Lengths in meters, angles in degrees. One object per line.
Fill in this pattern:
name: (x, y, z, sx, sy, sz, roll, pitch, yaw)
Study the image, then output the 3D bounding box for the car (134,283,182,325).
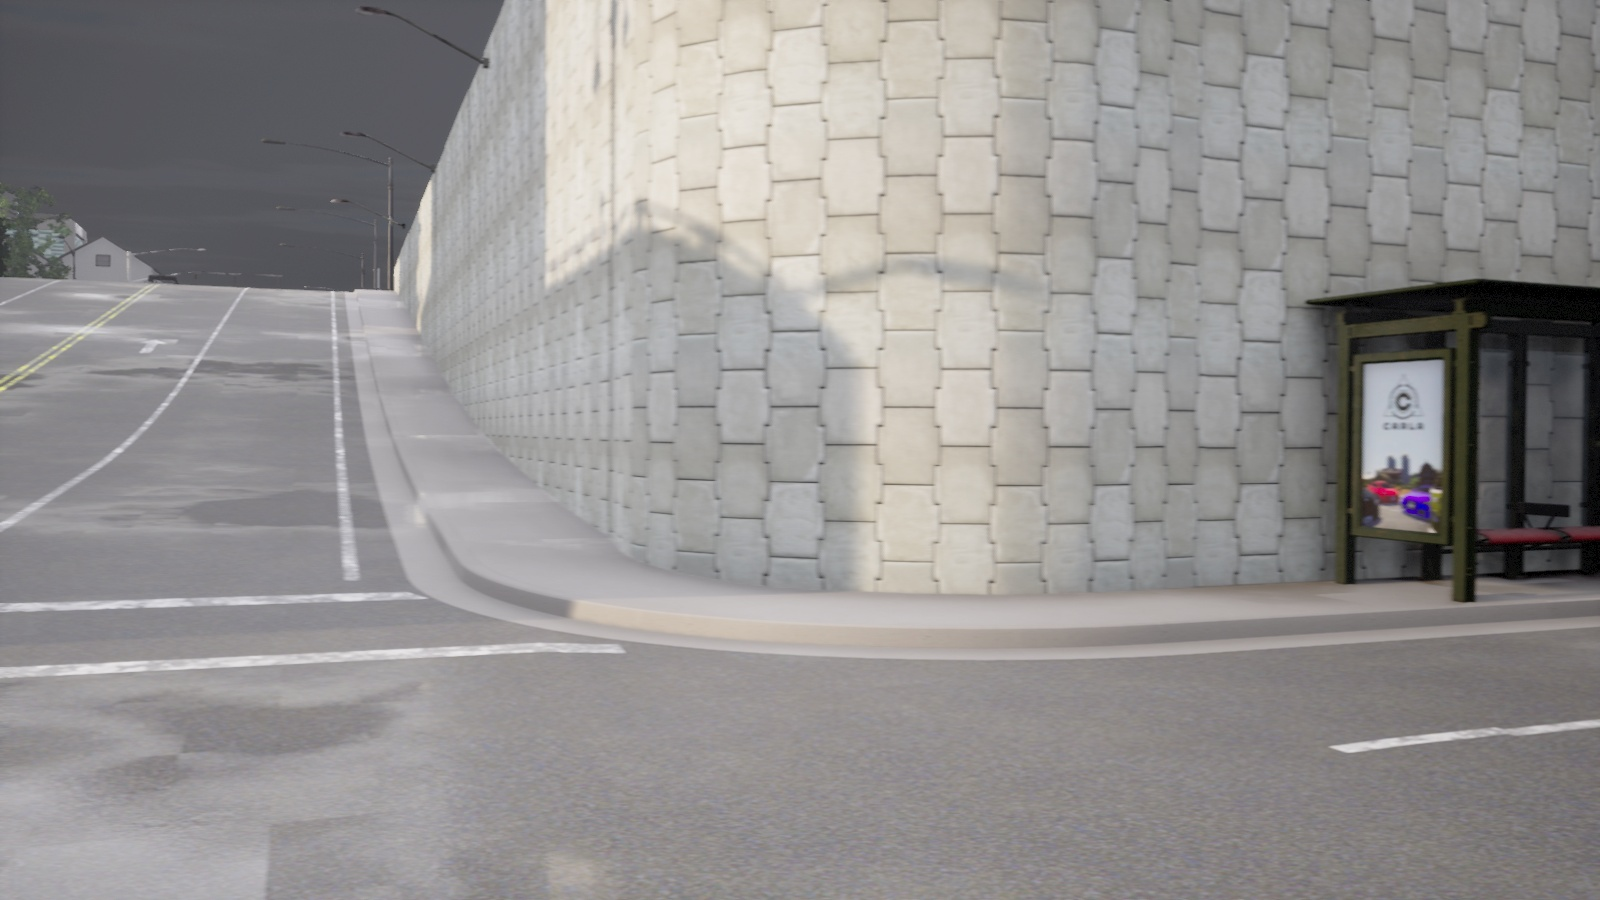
car: (-35.072, -7.942, 68.694, 1.905, 1.878, 3.866, -1, 1, -21)
